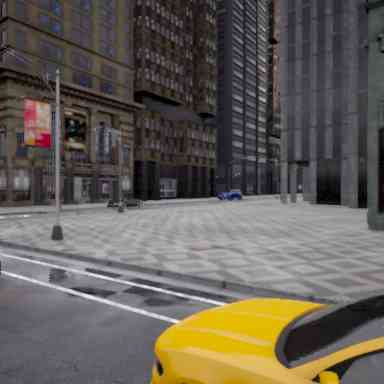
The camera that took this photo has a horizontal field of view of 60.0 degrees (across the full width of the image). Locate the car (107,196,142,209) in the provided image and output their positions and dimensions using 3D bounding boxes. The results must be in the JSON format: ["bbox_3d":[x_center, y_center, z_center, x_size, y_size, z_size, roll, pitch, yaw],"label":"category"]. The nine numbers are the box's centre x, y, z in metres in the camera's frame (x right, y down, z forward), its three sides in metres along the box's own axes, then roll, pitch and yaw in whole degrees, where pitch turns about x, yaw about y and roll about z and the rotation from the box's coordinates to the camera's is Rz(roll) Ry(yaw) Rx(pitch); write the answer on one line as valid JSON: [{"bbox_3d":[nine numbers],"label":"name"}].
[{"bbox_3d":[-7.564,1.170,37.541,1.994,1.385,4.181,0,1,36],"label":"car"}]

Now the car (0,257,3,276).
[{"bbox_3d":[-6.662,1.561,8.435,4.181,1.385,1.994,0,0,35],"label":"car"}]

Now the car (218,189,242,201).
[{"bbox_3d":[6.606,0.510,57.196,2.150,2.045,5.566,0,1,36],"label":"car"}]

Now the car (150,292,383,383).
[{"bbox_3d":[1.906,1.478,2.325,5.008,1.535,1.882,0,0,35],"label":"car"}]
